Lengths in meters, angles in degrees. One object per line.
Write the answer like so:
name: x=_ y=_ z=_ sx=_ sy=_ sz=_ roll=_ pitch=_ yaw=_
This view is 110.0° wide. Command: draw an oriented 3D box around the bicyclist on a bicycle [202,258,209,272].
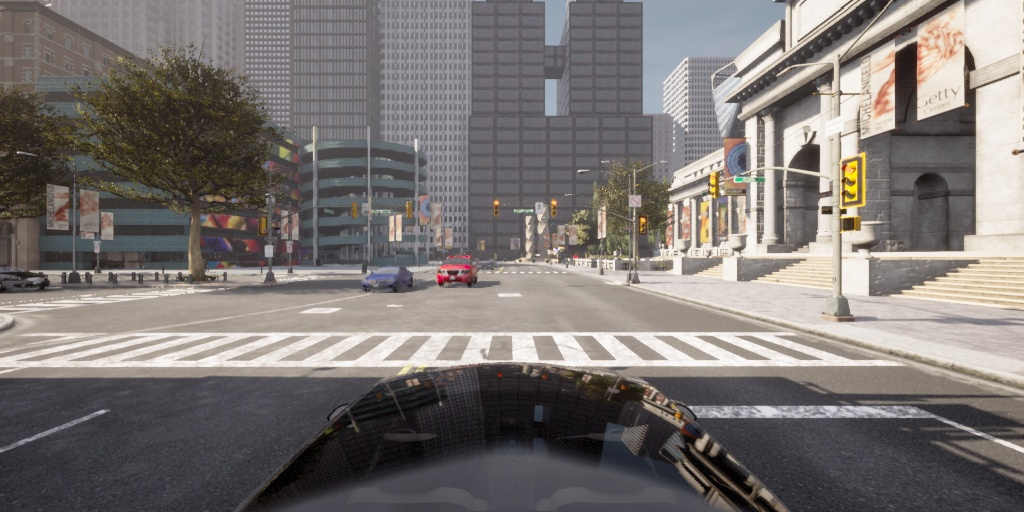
bicyclist on a bicycle: x=-34.155 y=1.051 z=39.630 sx=0.582 sy=1.620 sz=1.656 roll=0 pitch=0 yaw=0

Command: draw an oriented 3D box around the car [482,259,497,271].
car: x=-3.506 y=1.314 z=48.542 sx=1.994 sy=1.385 sz=4.181 roll=0 pitch=0 yaw=0

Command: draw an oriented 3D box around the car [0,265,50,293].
car: x=-29.161 y=1.242 z=20.161 sx=4.902 sy=1.511 sz=2.128 roll=0 pitch=0 yaw=0

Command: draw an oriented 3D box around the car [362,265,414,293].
car: x=-7.062 y=1.276 z=20.947 sx=1.812 sy=1.442 sz=4.674 roll=0 pitch=0 yaw=0

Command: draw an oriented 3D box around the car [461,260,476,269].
car: x=-6.985 y=1.351 z=58.416 sx=1.895 sy=1.301 sz=4.718 roll=0 pitch=0 yaw=0

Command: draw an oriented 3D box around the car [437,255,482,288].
car: x=-3.555 y=0.971 z=24.284 sx=2.150 sy=2.045 sz=5.566 roll=0 pitch=0 yaw=0
